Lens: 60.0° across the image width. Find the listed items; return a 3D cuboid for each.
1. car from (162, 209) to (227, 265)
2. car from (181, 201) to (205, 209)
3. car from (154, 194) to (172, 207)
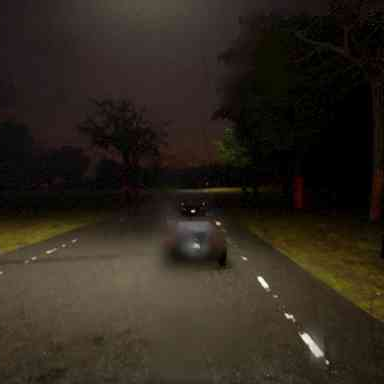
[{"bbox_3d":[0.082,1.522,11.561,1.994,1.385,4.181,0,0,0],"label":"car"},{"bbox_3d":[0.078,1.371,26.796,1.994,1.385,4.181,0,1,0],"label":"car"},{"bbox_3d":[-3.598,1.061,41.877,1.882,1.535,5.008,0,1,0],"label":"car"}]
